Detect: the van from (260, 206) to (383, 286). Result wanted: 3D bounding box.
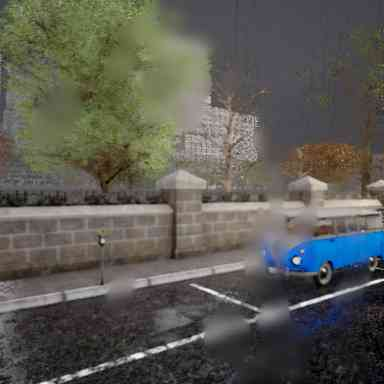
[{"bbox_3d":[3.673,1.364,9.174,3.998,1.788,1.690,0,0,-35],"label":"van"}]
